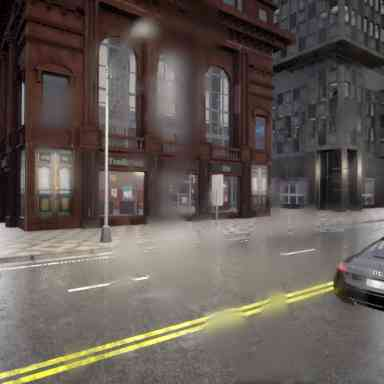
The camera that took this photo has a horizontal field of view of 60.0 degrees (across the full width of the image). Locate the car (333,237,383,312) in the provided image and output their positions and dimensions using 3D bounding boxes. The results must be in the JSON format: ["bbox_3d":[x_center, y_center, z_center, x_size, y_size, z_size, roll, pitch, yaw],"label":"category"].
[{"bbox_3d":[4.825,1.561,6.899,4.181,1.385,1.994,0,0,-35],"label":"car"}]
